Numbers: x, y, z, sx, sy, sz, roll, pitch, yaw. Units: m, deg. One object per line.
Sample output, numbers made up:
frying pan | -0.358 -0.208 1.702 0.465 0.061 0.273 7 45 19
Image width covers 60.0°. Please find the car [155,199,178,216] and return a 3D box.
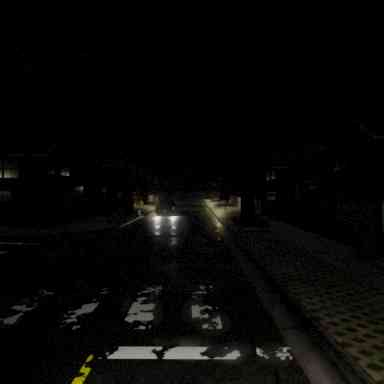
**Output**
car | -2.469 1.501 32.677 1.837 1.490 4.892 0 1 1
